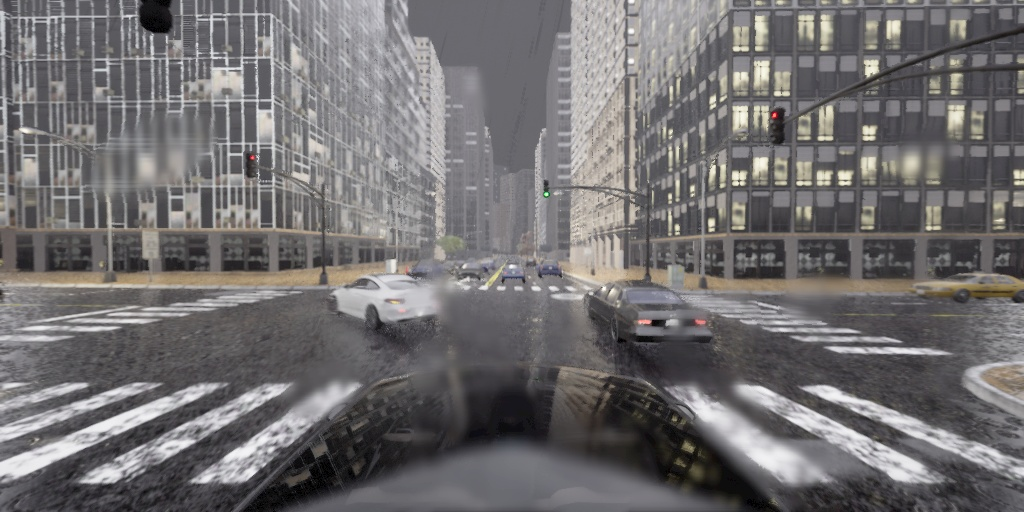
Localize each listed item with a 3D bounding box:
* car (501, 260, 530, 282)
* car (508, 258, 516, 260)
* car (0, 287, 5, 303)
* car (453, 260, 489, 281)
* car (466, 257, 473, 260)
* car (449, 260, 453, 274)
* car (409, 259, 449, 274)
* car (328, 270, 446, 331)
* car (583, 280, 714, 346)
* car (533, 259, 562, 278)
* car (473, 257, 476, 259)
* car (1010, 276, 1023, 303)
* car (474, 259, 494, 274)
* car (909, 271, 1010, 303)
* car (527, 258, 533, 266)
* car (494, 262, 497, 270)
[{"bbox_3d":[0.108,1.264,28.693,2.033,1.411,5.357,0,0,0],"label":"car"},{"bbox_3d":[0.005,1.154,61.299,2.128,1.511,4.902,0,0,0],"label":"car"},{"bbox_3d":[-20.027,1.088,11.854,4.902,1.511,2.128,1,1,1],"label":"car"},{"bbox_3d":[-3.339,1.262,30.172,2.033,1.411,5.357,0,0,0],"label":"car"},{"bbox_3d":[-6.530,1.235,47.084,2.033,1.411,5.357,0,0,0],"label":"car"},{"bbox_3d":[-6.583,1.209,37.284,1.837,1.490,4.892,0,0,0],"label":"car"},{"bbox_3d":[-6.621,1.070,28.187,2.097,1.767,4.553,0,0,1],"label":"car"},{"bbox_3d":[-4.054,1.274,11.193,4.674,1.442,1.812,1,1,45],"label":"car"},{"bbox_3d":[3.355,1.388,9.949,2.033,1.411,5.357,0,1,0],"label":"car"},{"bbox_3d":[3.354,1.062,33.424,2.097,1.767,4.553,0,0,0],"label":"car"},{"bbox_3d":[-6.496,1.022,57.218,2.097,1.767,4.553,0,0,0],"label":"car"},{"bbox_3d":[16.194,1.278,8.671,5.009,1.841,2.192,0,0,1],"label":"car"},{"bbox_3d":[-3.324,1.300,39.932,1.895,1.301,4.718,0,0,0],"label":"car"},{"bbox_3d":[21.805,1.400,16.956,4.829,1.417,1.751,0,0,1],"label":"car"},{"bbox_3d":[3.264,1.142,60.096,1.882,1.535,5.008,0,0,0],"label":"car"},{"bbox_3d":[-3.247,1.208,50.146,1.812,1.442,4.674,0,0,0],"label":"car"}]
